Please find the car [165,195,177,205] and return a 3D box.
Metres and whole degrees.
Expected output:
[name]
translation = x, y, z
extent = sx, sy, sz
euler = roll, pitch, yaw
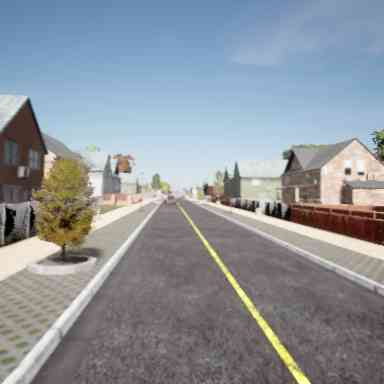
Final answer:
[car]
translation = -3.815, 1.328, 60.582
extent = 2.097, 1.767, 4.553
euler = 1, 0, -4
